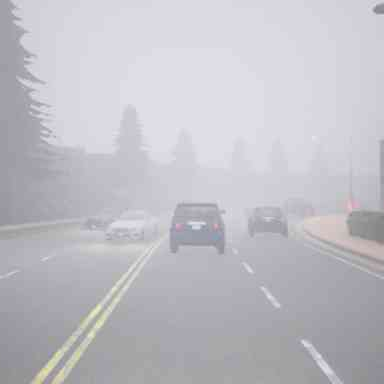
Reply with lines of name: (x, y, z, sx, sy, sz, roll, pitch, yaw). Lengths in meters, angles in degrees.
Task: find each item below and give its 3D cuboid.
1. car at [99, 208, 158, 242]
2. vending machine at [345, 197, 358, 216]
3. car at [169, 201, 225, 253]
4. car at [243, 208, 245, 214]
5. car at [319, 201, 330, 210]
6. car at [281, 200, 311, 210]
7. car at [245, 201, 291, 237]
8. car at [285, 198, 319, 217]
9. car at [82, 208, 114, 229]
car: (-3.083, 1.741, 17.887, 1.812, 1.442, 4.674, 0, -1, 7)
vending machine: (18.319, 1.651, 38.184, 1.100, 2.100, 0.880, -1, -1, 45)
car: (0.303, 1.401, 14.756, 2.150, 2.045, 5.566, 0, 0, 3)
car: (7.438, 1.988, 36.825, 2.033, 1.411, 5.357, 0, -1, 33)
car: (20.045, 2.144, 53.610, 4.892, 1.490, 1.837, 0, -1, -29)
car: (17.645, 2.149, 56.233, 5.008, 1.535, 1.882, 0, -1, -31)
car: (4.452, 1.592, 20.007, 2.097, 1.767, 4.553, 0, -1, 9)
car: (11.962, 1.664, 37.118, 2.150, 2.045, 5.566, -1, -1, 36)
car: (-5.730, 1.834, 23.878, 2.033, 1.411, 5.357, 0, -1, 13)
